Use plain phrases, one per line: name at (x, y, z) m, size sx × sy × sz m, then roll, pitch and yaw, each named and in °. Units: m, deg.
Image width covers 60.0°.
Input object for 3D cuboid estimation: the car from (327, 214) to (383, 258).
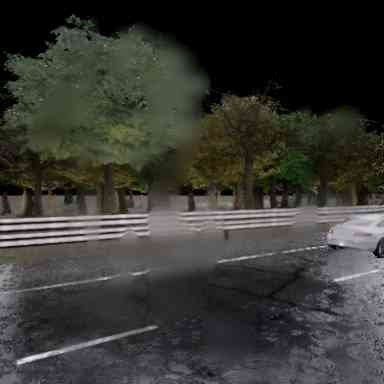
car at (7.171, 1.582, 12.904) m, size 4.674 × 1.442 × 1.812 m, roll 0°, pitch 0°, yaw -33°
